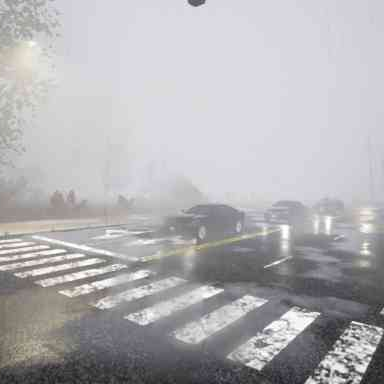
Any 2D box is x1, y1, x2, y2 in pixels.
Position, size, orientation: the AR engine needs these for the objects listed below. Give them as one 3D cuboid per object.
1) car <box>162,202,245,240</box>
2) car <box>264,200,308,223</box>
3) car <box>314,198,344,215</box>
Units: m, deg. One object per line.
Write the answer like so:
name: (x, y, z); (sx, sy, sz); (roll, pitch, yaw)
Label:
car: (0.713, 1.261, 15.875); (1.882, 1.535, 5.008); (2, 1, 38)
car: (6.838, 1.322, 23.791); (1.812, 1.442, 4.674); (2, 1, 38)
car: (13.284, 1.302, 32.098); (2.128, 1.511, 4.902); (2, 1, 38)
